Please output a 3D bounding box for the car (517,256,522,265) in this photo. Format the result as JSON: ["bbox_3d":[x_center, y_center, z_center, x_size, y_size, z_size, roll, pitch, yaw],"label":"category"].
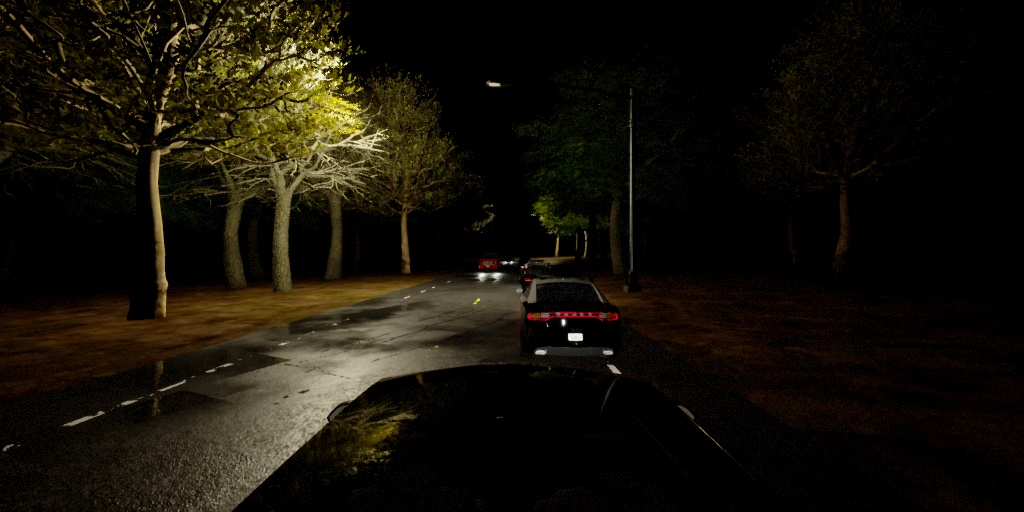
[{"bbox_3d":[1.802,0.836,50.144,1.837,1.490,4.892,0,1,2],"label":"car"}]

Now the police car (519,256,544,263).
[{"bbox_3d":[1.658,1.058,24.585,1.930,1.638,5.238,0,1,3],"label":"police car"}]

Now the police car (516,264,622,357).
[{"bbox_3d":[1.123,1.166,8.670,1.930,1.638,5.238,0,0,1],"label":"police car"}]

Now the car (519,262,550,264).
[{"bbox_3d":[1.399,1.215,18.498,1.812,1.442,4.674,0,0,2],"label":"car"}]

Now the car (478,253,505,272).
[{"bbox_3d":[-2.338,0.687,39.509,2.150,2.045,5.566,0,1,3],"label":"car"}]
